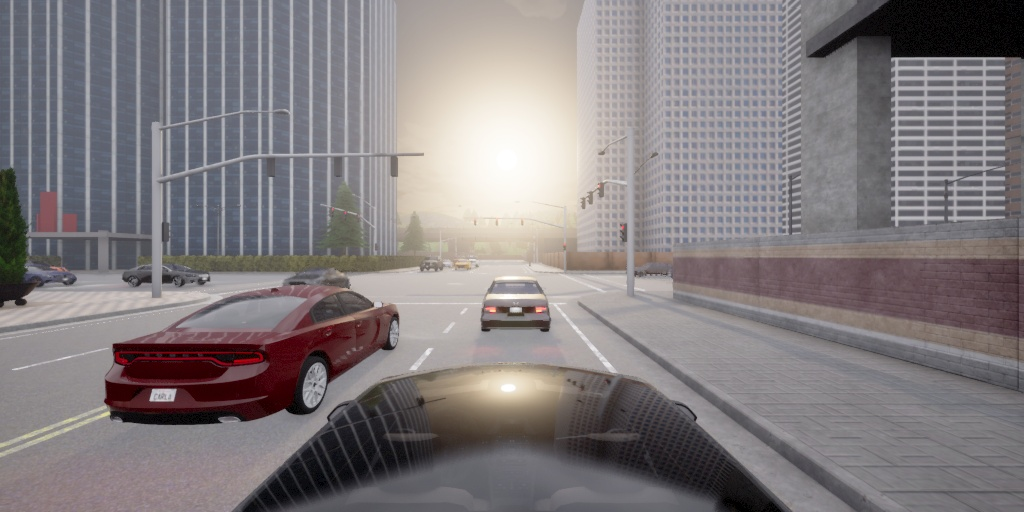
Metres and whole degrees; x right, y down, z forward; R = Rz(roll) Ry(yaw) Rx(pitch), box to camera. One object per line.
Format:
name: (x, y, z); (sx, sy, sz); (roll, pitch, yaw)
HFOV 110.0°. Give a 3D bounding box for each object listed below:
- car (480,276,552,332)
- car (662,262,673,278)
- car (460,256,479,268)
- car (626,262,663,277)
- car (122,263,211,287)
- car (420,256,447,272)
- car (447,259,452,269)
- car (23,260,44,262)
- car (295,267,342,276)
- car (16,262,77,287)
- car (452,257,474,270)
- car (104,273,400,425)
car: (0.092, 1.297, 10.842); (2.033, 1.411, 5.357); (0, 0, 0)
car: (14.490, 1.275, 27.607); (4.674, 1.442, 1.812); (0, 0, 1)
car: (-7.013, 0.971, 61.915); (2.150, 2.045, 5.566); (0, 0, 0)
car: (13.922, 1.297, 34.818); (5.357, 1.411, 2.033); (0, 0, 0)
car: (-22.785, 1.241, 23.758); (4.902, 1.511, 2.128); (0, 0, 1)
car: (-10.556, 0.972, 47.441); (2.150, 2.045, 5.566); (0, 0, 0)
car: (-10.534, 1.276, 57.100); (1.812, 1.442, 4.674); (0, 0, 0)
car: (-36.538, 1.102, 27.176); (4.553, 1.767, 2.097); (0, 0, 0)
car: (-10.583, 1.314, 19.621); (1.994, 1.385, 4.181); (0, 0, 0)
car: (-31.876, 1.276, 23.710); (4.674, 1.442, 1.812); (0, 0, 0)
car: (-7.048, 1.227, 52.046); (1.882, 1.535, 5.008); (0, 0, 0)
car: (-3.439, 1.228, 6.030); (1.882, 1.535, 5.008); (0, 0, 0)
